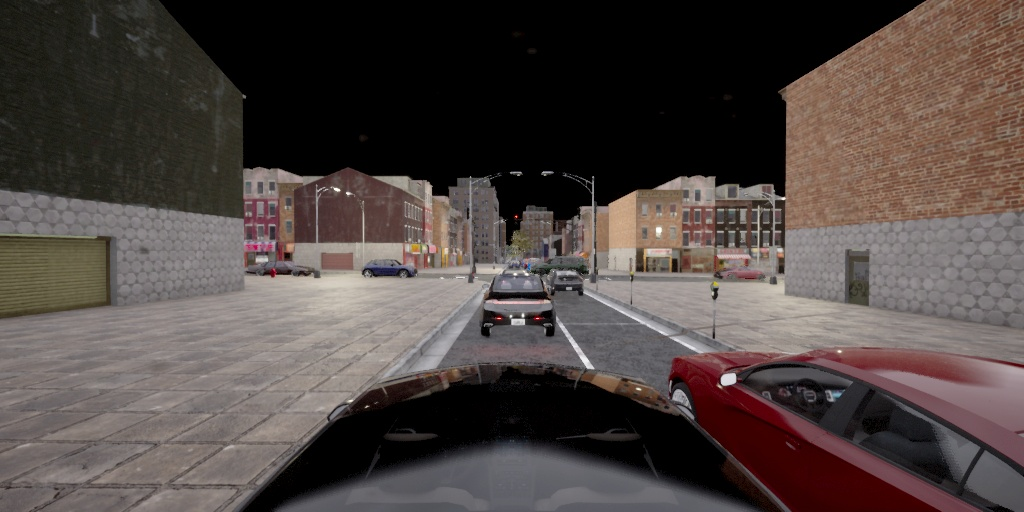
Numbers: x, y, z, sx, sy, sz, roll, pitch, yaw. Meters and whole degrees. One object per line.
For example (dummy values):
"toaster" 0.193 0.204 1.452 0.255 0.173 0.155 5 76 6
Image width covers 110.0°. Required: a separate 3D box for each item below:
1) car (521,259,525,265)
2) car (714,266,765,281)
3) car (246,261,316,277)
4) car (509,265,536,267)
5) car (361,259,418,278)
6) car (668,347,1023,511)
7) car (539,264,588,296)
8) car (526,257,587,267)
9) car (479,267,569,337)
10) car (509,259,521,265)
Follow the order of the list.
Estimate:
"car" 2.948 1.255 56.775 2.192 1.841 5.009 0 0 0
"car" 21.571 1.640 34.077 4.181 1.385 1.994 1 1 0
"car" -20.145 1.109 31.429 5.357 1.411 2.033 1 1 0
"car" 0.230 1.371 20.374 1.895 1.301 4.718 0 0 1
"car" -10.593 1.042 31.366 4.553 1.767 2.097 1 1 0
"car" 2.637 1.294 2.364 1.888 1.381 4.507 0 0 0
"car" 2.734 1.318 19.239 2.007 1.370 4.403 0 0 0
"car" 4.427 1.069 34.197 5.566 2.045 2.150 0 1 1
"car" 0.147 1.244 10.331 2.128 1.511 4.902 0 0 0
"car" 0.442 1.592 63.492 1.895 1.301 4.718 0 0 0
